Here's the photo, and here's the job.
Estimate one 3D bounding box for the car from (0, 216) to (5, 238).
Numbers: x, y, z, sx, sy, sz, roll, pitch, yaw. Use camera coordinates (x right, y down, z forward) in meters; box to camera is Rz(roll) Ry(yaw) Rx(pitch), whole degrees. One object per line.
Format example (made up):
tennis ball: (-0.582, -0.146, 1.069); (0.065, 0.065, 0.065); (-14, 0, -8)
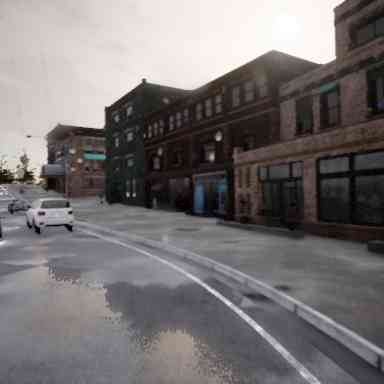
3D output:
car: (-11.531, 1.703, 18.209); (1.837, 1.490, 4.892); (0, 0, -33)

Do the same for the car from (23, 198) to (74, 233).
car: (-9.178, 1.407, 21.365); (2.150, 2.045, 5.566); (0, 0, -32)

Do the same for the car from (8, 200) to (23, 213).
car: (-19.618, 1.596, 37.693); (2.033, 1.411, 5.357); (0, 2, -33)
